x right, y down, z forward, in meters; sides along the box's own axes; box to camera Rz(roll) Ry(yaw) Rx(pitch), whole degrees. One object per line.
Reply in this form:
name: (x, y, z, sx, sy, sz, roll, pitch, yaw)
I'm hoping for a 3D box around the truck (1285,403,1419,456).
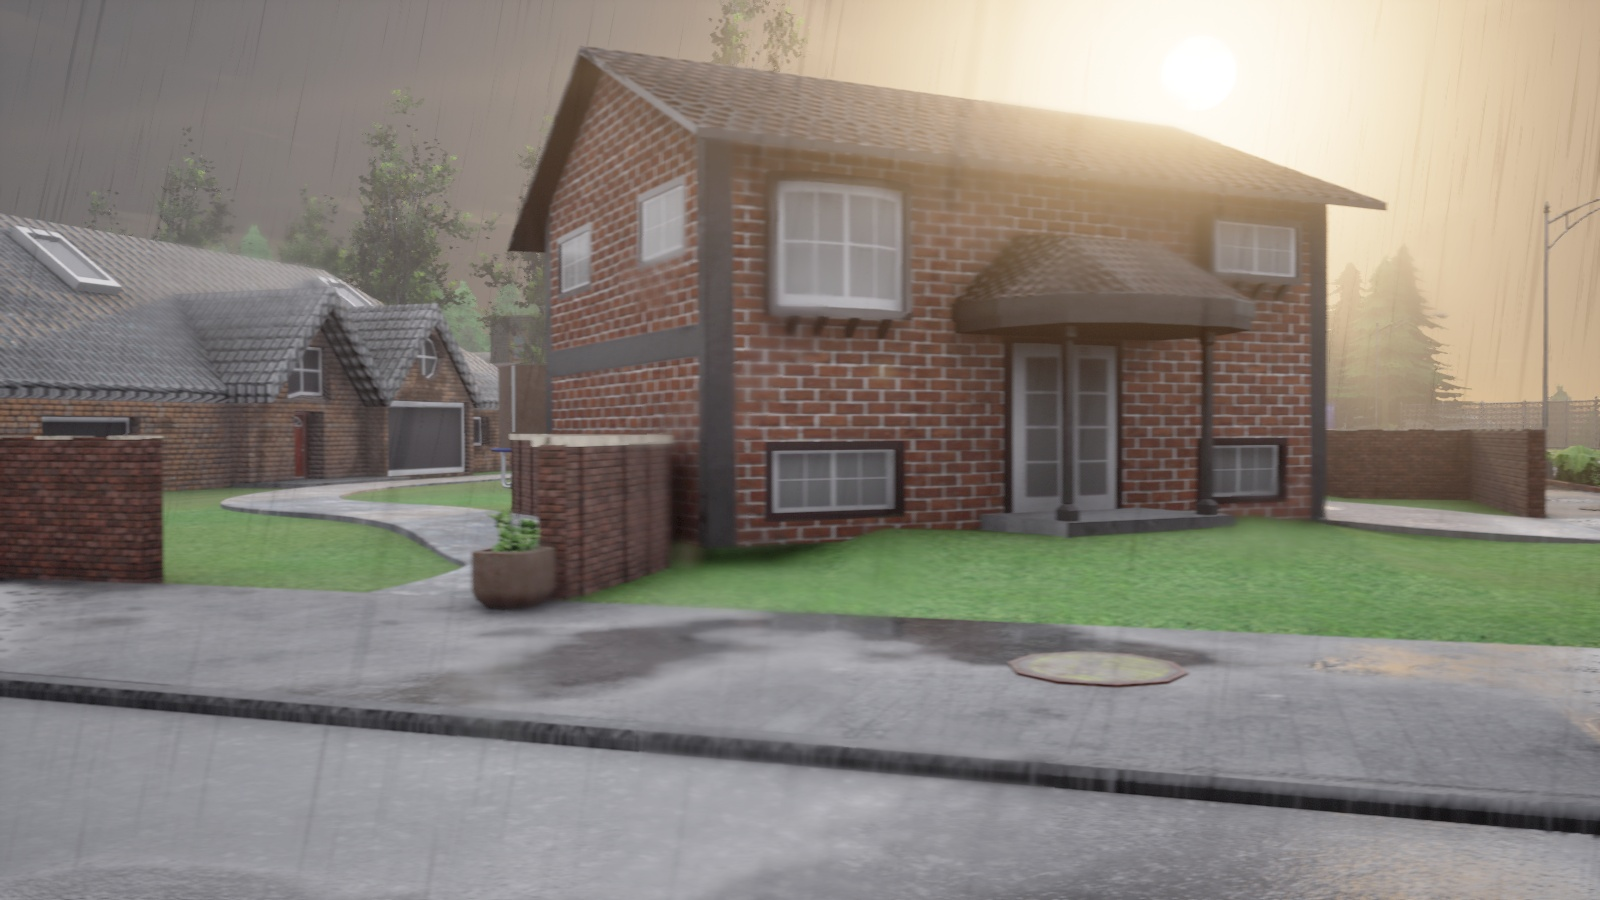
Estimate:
truck: (37.482, -1.380, 85.542, 2.891, 3.462, 7.936, 0, 1, -38)
